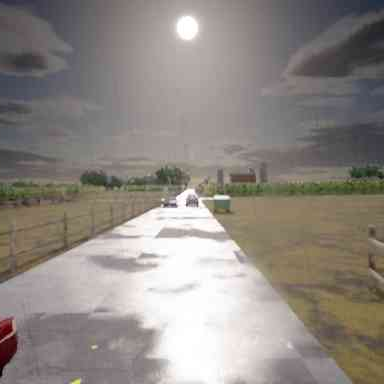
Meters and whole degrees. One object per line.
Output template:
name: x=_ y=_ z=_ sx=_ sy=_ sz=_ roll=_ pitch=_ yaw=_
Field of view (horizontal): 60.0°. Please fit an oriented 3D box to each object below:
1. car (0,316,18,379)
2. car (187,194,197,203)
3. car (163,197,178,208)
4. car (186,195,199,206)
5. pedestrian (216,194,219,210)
car: x=-2.850 y=1.597 z=1.445 sx=1.895 sy=1.301 sz=4.718 roll=0 pitch=0 yaw=0
car: x=0.012 y=1.197 z=60.248 sx=1.882 sy=1.535 sz=5.008 roll=0 pitch=0 yaw=0
car: x=-2.822 y=1.363 z=44.805 sx=2.033 sy=1.411 sz=5.357 roll=0 pitch=0 yaw=0
car: x=0.053 y=1.311 z=49.671 sx=1.812 sy=1.442 sz=4.674 roll=0 pitch=1 yaw=1
pedestrian: x=2.832 y=1.134 z=37.173 sx=0.375 sy=1.860 sz=0.375 roll=0 pitch=0 yaw=-15
